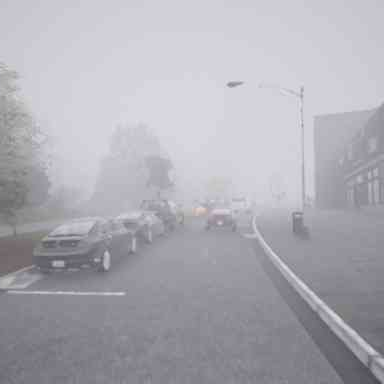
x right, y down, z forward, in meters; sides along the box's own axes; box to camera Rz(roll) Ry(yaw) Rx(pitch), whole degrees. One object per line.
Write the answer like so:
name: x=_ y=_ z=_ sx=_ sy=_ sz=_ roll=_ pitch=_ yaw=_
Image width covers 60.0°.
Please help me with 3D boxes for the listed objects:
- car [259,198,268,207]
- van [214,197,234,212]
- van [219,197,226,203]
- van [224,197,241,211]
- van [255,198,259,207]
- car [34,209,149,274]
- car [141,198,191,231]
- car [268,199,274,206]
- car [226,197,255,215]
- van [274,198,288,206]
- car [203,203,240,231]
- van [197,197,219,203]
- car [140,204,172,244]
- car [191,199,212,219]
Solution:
car: x=13.607 y=2.179 z=69.652 sx=2.435 sy=2.045 sz=5.566 roll=-2 pitch=-1 yaw=25
van: x=4.801 y=1.811 z=49.221 sx=1.878 sy=1.987 sz=4.442 roll=-3 pitch=-1 yaw=18
van: x=3.064 y=1.725 z=43.907 sx=1.878 sy=1.987 sz=4.442 roll=-3 pitch=-1 yaw=18
van: x=6.707 y=1.903 z=54.465 sx=1.878 sy=1.987 sz=4.442 roll=-3 pitch=-1 yaw=19
van: x=11.150 y=2.104 z=64.729 sx=1.878 sy=1.987 sz=4.442 roll=-3 pitch=-1 yaw=24
car: x=-3.190 y=1.575 z=10.890 sx=2.231 sy=1.521 sz=4.892 roll=-3 pitch=0 yaw=6
car: x=-1.930 y=1.425 z=22.037 sx=2.435 sy=2.045 sz=5.566 roll=-3 pitch=-1 yaw=8
car: x=16.270 y=2.566 z=74.529 sx=2.002 sy=1.452 sz=4.674 roll=-2 pitch=-1 yaw=29
car: x=5.879 y=1.597 z=39.775 sx=2.150 sy=2.045 sz=5.566 roll=-1 pitch=-1 yaw=15
van: x=22.033 y=2.473 z=84.198 sx=1.878 sy=1.987 sz=4.442 roll=-2 pitch=-1 yaw=32
car: x=2.047 y=1.705 z=22.217 sx=1.812 sy=1.442 sz=4.674 roll=0 pitch=0 yaw=9
van: x=1.510 y=1.646 z=38.533 sx=1.878 sy=1.987 sz=4.442 roll=-3 pitch=-1 yaw=13
car: x=-2.654 y=1.626 z=16.456 sx=2.231 sy=1.521 sz=4.892 roll=-3 pitch=0 yaw=6
car: x=0.200 y=1.796 z=33.171 sx=1.946 sy=1.575 sz=5.366 roll=-3 pitch=-1 yaw=14
